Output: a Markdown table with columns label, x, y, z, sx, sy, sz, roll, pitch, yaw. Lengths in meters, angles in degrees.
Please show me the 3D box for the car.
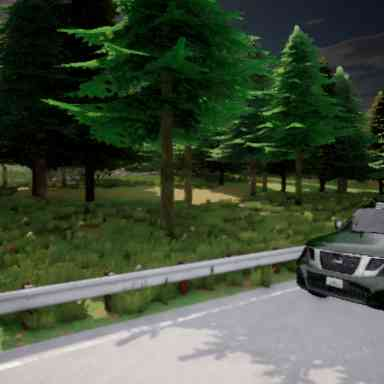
| label | x | y | z | sx | sy | sz | roll | pitch | yaw |
| --- | --- | --- | --- | --- | --- | --- | --- | --- | --- |
| car | 4.751 | 1.220 | 7.393 | 5.566 | 2.045 | 2.150 | 0 | 0 | -35 |
